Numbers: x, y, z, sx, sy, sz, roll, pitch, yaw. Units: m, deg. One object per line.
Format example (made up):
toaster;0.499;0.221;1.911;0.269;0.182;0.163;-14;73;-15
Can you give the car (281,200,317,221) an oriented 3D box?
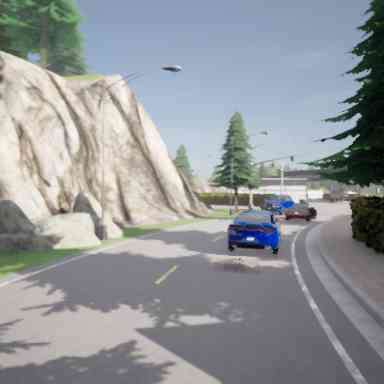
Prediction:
car;9.313;1.664;28.183;1.994;1.385;4.181;1;0;30

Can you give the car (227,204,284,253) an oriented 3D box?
car;2.742;1.506;14.037;1.882;1.535;5.008;1;0;16

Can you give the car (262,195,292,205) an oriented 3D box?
car;9.000;1.301;34.791;2.150;2.045;5.566;1;0;32
